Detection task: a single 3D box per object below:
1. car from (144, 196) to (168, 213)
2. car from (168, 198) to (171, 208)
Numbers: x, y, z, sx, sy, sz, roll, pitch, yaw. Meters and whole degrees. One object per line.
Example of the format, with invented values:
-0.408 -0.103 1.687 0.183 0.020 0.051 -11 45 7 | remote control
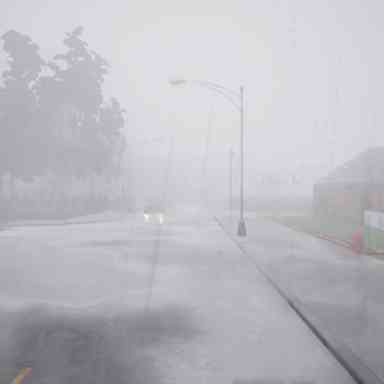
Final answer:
-4.186 1.414 37.861 2.097 1.767 4.553 0 0 0 | car
-4.189 1.431 48.113 2.097 1.767 4.553 0 0 0 | car
